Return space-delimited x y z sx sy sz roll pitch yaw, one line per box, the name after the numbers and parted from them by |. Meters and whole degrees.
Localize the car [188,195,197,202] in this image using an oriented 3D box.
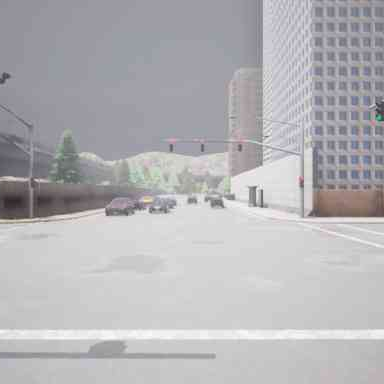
0.078 1.328 74.507 1.837 1.490 4.892 0 0 0 | car

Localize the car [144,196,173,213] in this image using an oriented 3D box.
-3.550 1.492 36.497 2.128 1.511 4.902 0 0 0 | car

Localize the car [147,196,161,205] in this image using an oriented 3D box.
-6.999 1.478 61.486 1.882 1.535 5.008 0 0 1 | car

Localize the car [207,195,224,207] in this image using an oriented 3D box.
3.652 1.505 49.634 1.837 1.490 4.892 0 0 0 | car

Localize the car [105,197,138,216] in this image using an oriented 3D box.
-7.059 1.352 32.911 2.097 1.767 4.553 0 0 0 | car

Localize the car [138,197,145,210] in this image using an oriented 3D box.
-7.049 1.601 41.897 1.895 1.301 4.718 0 0 0 | car

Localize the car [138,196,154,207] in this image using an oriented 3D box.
-7.034 1.478 51.413 1.882 1.535 5.008 0 0 0 | car

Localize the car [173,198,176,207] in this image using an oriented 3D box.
-3.550 1.564 45.416 1.994 1.385 4.181 0 0 -1 | car

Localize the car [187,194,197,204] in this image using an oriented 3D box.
0.068 1.478 64.285 1.882 1.535 5.008 0 0 0 | car

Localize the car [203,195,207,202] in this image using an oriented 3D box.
3.585 1.501 72.974 1.837 1.490 4.892 0 0 0 | car
